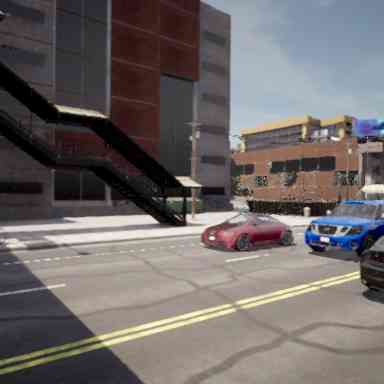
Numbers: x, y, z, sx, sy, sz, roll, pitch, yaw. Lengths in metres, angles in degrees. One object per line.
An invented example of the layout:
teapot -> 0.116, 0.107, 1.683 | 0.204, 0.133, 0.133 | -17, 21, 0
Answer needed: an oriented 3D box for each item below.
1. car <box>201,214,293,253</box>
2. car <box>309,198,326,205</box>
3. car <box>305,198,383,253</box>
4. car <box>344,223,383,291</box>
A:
car -> 2.429, 1.658, 14.303 | 4.181, 1.385, 1.994 | 1, 0, -35
car -> 28.656, 2.066, 75.945 | 3.806, 1.475, 1.970 | 1, 0, -36
car -> 6.887, 1.343, 13.168 | 5.566, 2.045, 2.150 | 1, -1, -35
car -> 5.933, 1.590, 7.994 | 4.892, 1.490, 1.837 | 0, 0, -36
